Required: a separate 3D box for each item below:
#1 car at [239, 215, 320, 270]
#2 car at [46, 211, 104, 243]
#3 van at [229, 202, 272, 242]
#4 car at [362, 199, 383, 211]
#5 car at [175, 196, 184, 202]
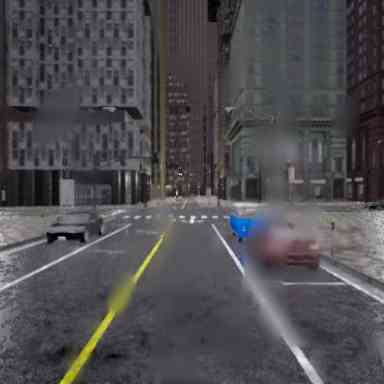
[{"bbox_3d":[2.852,1.645,11.038,1.802,1.307,4.206,0,0,0],"label":"car"},{"bbox_3d":[-5.675,1.659,16.685,1.947,1.339,4.313,0,0,0],"label":"car"},{"bbox_3d":[2.850,1.434,16.688,1.690,1.788,3.998,0,0,0],"label":"van"},{"bbox_3d":[21.996,1.484,37.502,4.718,1.301,1.895,-1,0,0],"label":"car"},{"bbox_3d":[-3.260,1.731,87.168,2.097,1.767,4.553,0,0,0],"label":"car"}]
